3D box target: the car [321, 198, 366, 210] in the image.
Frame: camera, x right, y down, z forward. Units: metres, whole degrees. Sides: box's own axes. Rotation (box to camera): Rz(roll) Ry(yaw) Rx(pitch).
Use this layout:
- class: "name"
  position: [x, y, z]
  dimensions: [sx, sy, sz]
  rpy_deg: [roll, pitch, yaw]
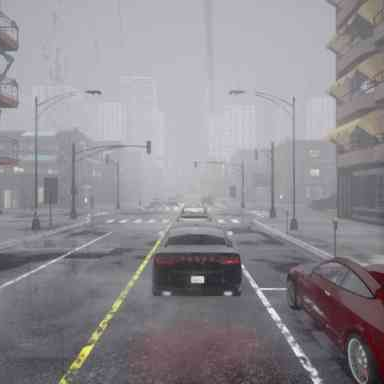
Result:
- class: "car"
  position: [17.504, 1.369, 38.489]
  dimensions: [4.313, 1.339, 1.947]
  rpy_deg: [-1, 1, 0]

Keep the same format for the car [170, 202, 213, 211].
- class: "car"
  position: [0.108, 1.495, 17.853]
  dimensions: [2.128, 1.511, 4.902]
  rpy_deg: [0, 0, 0]

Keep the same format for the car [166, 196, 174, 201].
- class: "car"
  position: [-5.653, 1.664, 87.326]
  dimensions: [1.802, 1.307, 4.206]
  rpy_deg: [0, 0, 0]

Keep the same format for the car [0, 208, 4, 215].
- class: "car"
  position: [-20.918, 1.798, 32.701]
  dimensions: [4.181, 1.385, 1.994]
  rpy_deg: [-1, 0, 0]

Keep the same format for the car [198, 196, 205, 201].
- class: "car"
  position: [2.729, 1.676, 92.848]
  dimensions: [1.802, 1.307, 4.206]
  rpy_deg: [0, 0, 0]

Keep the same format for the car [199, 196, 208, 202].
- class: "car"
  position: [2.724, 1.622, 81.798]
  dimensions: [2.008, 1.369, 4.403]
  rpy_deg: [0, 0, 0]

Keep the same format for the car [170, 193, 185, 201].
- class: "car"
  position: [-2.974, 1.576, 68.415]
  dimensions: [1.812, 1.442, 4.674]
  rpy_deg: [0, 0, 0]

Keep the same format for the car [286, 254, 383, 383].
- class: "car"
  position: [2.694, 1.582, 4.944]
  dimensions: [1.802, 1.307, 4.206]
  rpy_deg: [0, 0, 0]

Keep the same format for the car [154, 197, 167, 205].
- class: "car"
  position: [-5.665, 1.603, 59.699]
  dimensions: [1.947, 1.339, 4.313]
  rpy_deg: [0, 0, 0]

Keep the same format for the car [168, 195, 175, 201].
- class: "car"
  position: [-5.652, 1.619, 92.681]
  dimensions: [1.752, 1.417, 4.829]
  rpy_deg: [0, 0, 0]

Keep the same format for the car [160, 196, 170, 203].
- class: "car"
  position: [-5.660, 1.578, 70.580]
  dimensions: [1.752, 1.417, 4.829]
  rpy_deg: [0, 0, 0]

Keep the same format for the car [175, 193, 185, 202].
- class: "car"
  position: [-2.966, 1.288, 83.217]
  dimensions: [2.150, 2.045, 5.566]
  rpy_deg: [0, 0, 0]

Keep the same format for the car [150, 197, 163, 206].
- class: "car"
  position: [-5.755, 1.574, 54.178]
  dimensions: [1.887, 1.381, 4.507]
  rpy_deg: [0, 0, 0]

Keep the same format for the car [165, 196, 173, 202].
- class: "car"
  position: [-5.656, 1.653, 81.801]
  dimensions: [1.802, 1.307, 4.206]
  rpy_deg: [0, 0, 0]

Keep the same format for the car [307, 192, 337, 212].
- class: "car"
  position: [15.394, 1.040, 35.907]
  dimensions: [5.566, 2.045, 2.150]
  rpy_deg: [-1, 0, 0]

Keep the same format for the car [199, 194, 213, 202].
- class: "car"
  position: [2.716, 1.352, 59.696]
  dimensions: [2.192, 1.841, 5.009]
  rpy_deg: [0, 0, 0]

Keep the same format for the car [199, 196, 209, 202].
- class: "car"
  position: [2.722, 1.627, 76.273]
  dimensions: [1.947, 1.339, 4.313]
  rpy_deg: [0, 0, 0]

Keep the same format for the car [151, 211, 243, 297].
- class: "car"
  position: [0.103, 1.478, 8.653]
  dimensions: [1.882, 1.535, 5.008]
  rpy_deg: [0, 0, 0]

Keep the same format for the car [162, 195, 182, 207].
- class: "car"
  position: [-3.066, 1.575, 52.339]
  dimensions: [2.033, 1.411, 5.357]
  rpy_deg: [0, 0, 0]

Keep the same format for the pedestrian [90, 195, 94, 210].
- class: "pedestrian"
  position: [-12.495, 1.302, 41.439]
  dimensions: [0.375, 1.860, 0.375]
  rpy_deg: [0, 1, 0]

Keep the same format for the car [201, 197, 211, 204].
- class: "car"
  position: [2.718, 1.610, 65.222]
  dimensions: [1.947, 1.339, 4.313]
  rpy_deg: [0, 0, 0]
